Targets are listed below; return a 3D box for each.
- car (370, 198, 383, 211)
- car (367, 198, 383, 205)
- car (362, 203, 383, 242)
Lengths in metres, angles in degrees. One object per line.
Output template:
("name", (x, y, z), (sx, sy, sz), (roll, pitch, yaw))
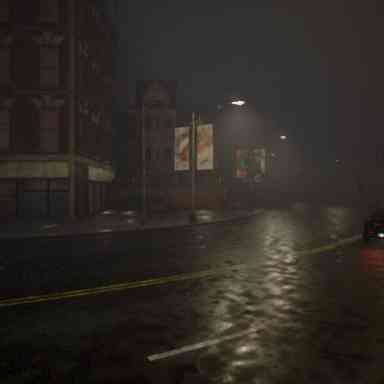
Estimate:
("car", (23.414, 1.480, 40.036), (1.837, 1.490, 4.892), (0, 0, 8))
("car", (18.105, 1.472, 31.881), (2.128, 1.511, 4.902), (0, 0, 18))
("car", (9.377, 1.497, 15.511), (1.837, 1.490, 4.892), (1, 1, 41))
